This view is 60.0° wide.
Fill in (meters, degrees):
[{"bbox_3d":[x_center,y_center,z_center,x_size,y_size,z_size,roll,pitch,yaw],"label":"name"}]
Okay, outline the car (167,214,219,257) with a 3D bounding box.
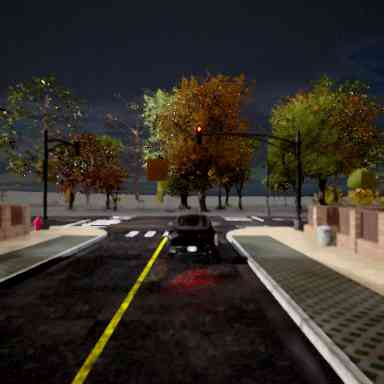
[{"bbox_3d":[0.041,1.645,13.494,1.837,1.490,4.892,0,0,1],"label":"car"}]
